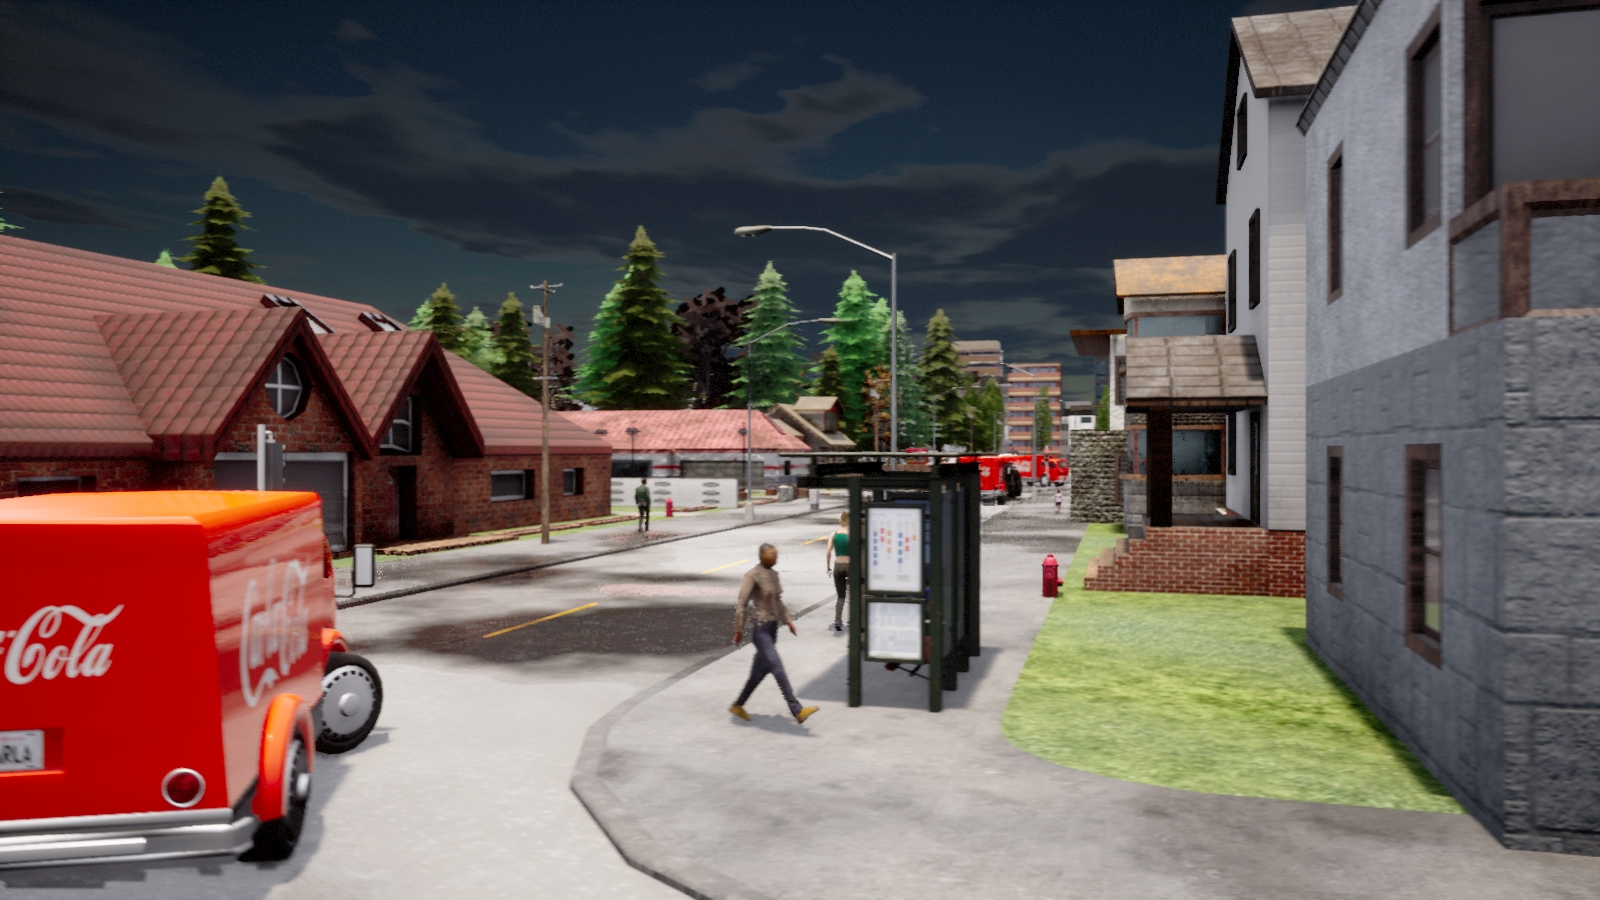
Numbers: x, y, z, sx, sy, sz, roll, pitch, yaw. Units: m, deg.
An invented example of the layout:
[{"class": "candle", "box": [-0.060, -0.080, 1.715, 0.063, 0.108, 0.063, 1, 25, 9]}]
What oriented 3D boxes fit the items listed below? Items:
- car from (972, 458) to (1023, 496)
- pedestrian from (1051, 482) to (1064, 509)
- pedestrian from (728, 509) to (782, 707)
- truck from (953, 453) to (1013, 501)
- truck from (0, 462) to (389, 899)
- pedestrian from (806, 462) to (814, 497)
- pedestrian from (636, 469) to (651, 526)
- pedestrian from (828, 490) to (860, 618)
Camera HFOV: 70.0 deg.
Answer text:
[{"class": "car", "box": [11.996, 1.581, 69.066, 2.390, 2.098, 6.274, 0, 0, 16]}, {"class": "pedestrian", "box": [10.972, 1.938, 48.621, 0.500, 1.100, 0.500, 0, 0, 18]}, {"class": "pedestrian", "box": [-0.436, 1.522, 11.168, 0.375, 1.860, 0.375, 0, 0, 35]}, {"class": "truck", "box": [9.942, 1.390, 61.797, 2.627, 2.467, 5.204, 0, 0, 16]}, {"class": "truck", "box": [-4.931, 1.349, 8.816, 2.627, 2.467, 5.204, 0, 0, -12]}, {"class": "pedestrian", "box": [0.526, 1.558, 60.647, 0.375, 1.860, 0.375, 0, 0, 16]}, {"class": "pedestrian", "box": [-5.122, 1.540, 37.360, 0.375, 1.860, 0.375, 0, 0, 16]}, {"class": "pedestrian", "box": [0.659, 1.526, 16.912, 0.375, 1.860, 0.375, 0, 0, 20]}]
